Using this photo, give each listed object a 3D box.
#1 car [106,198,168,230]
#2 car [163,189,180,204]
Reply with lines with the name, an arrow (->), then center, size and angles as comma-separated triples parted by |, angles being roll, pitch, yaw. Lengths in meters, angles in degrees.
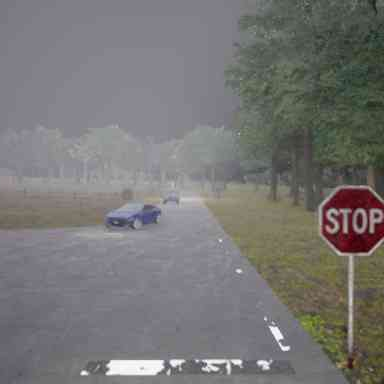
car -> -3.488, 1.400, 21.003 | 1.882, 1.535, 5.008 | 2, 2, 18
car -> -2.878, 0.632, 47.091 | 2.150, 2.045, 5.566 | 0, 1, 0
